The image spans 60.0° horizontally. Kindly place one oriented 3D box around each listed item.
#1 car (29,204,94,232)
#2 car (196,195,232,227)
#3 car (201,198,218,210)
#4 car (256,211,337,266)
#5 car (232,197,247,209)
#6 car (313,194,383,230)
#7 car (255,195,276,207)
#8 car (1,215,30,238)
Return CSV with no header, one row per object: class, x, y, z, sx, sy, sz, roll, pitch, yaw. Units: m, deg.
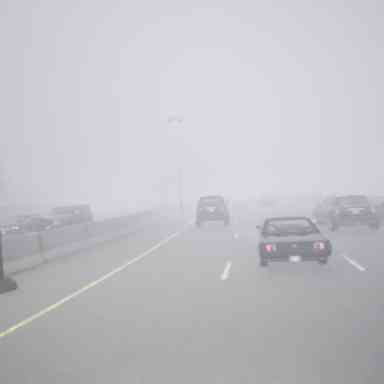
car,-9.260,2.008,24.842,2.150,2.045,5.566,-4,0,6
car,1.493,1.242,23.617,2.150,2.045,5.566,-4,0,6
car,2.327,1.643,45.392,1.994,1.385,4.181,-4,0,-2
car,3.071,1.441,10.870,1.895,1.301,4.718,-4,0,10
car,5.884,1.341,43.405,1.812,1.442,4.674,-4,0,-1
car,7.605,0.903,16.951,2.097,1.767,4.553,-4,0,8
car,9.338,1.131,42.584,1.994,1.385,4.181,-4,0,-1
car,-12.713,2.528,25.383,2.128,1.511,4.902,-4,0,6
